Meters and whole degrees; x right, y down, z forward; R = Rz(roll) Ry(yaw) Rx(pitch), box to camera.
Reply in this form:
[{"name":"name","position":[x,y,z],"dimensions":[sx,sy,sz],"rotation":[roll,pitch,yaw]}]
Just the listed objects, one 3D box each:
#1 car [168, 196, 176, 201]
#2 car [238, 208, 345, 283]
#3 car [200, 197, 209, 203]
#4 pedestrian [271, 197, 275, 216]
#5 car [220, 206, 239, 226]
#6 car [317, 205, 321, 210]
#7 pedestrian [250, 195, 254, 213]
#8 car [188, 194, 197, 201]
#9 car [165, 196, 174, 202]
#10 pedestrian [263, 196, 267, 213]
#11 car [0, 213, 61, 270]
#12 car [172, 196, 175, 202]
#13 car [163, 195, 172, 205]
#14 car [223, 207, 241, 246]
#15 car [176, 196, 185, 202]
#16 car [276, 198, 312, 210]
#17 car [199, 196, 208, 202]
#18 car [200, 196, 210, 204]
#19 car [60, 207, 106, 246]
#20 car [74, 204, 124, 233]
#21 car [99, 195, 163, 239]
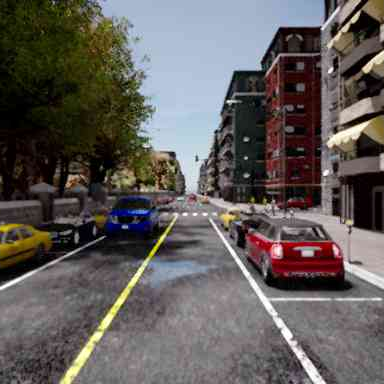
[{"name":"car","position":[-5.508,1.846,92.218],"dimensions":[1.802,1.307,4.206],"rotation":[0,0,0]},{"name":"car","position":[2.709,1.461,9.700],"dimensions":[1.967,1.590,4.097],"rotation":[0,0,0]},{"name":"car","position":[2.839,1.751,75.597],"dimensions":[1.887,1.381,4.507],"rotation":[0,0,0]},{"name":"pedestrian","position":[8.204,1.453,33.736],"dimensions":[0.375,1.860,0.375],"rotation":[0,0,0]},{"name":"car","position":[2.732,1.573,21.131],"dimensions":[1.752,1.417,4.829],"rotation":[0,0,0]},{"name":"car","position":[20.403,2.039,47.932],"dimensions":[4.507,1.381,1.887],"rotation":[1,-1,0]},{"name":"pedestrian","position":[6.205,1.227,34.340],"dimensions":[0.375,1.860,0.375],"rotation":[0,0,0]},{"name":"car","position":[0.181,1.471,89.879],"dimensions":[2.150,2.045,5.566],"rotation":[0,0,0]},{"name":"car","position":[-5.530,1.771,81.149],"dimensions":[1.887,1.381,4.507],"rotation":[0,0,0]},{"name":"pedestrian","position":[7.203,1.296,33.138],"dimensions":[0.375,1.860,0.375],"rotation":[0,0,0]},{"name":"car","position":[-5.671,1.546,9.546],"dimensions":[1.752,1.417,4.829],"rotation":[0,0,0]},{"name":"car","position":[-5.542,1.647,75.613],"dimensions":[1.967,1.590,4.097],"rotation":[0,0,0]},{"name":"car","position":[-5.564,1.486,64.543],"dimensions":[2.192,1.841,5.009],"rotation":[0,0,0]},{"name":"car","position":[2.721,1.599,15.330],"dimensions":[1.947,1.339,4.313],"rotation":[0,0,0]},{"name":"car","position":[-2.830,1.763,84.861],"dimensions":[1.812,1.442,4.674],"rotation":[0,0,0]},{"name":"car","position":[14.712,1.707,47.930],"dimensions":[5.009,1.841,2.192],"rotation":[1,-1,0]},{"name":"car","position":[2.850,1.776,81.133],"dimensions":[2.008,1.369,4.403],"rotation":[0,0,0]},{"name":"car","position":[2.828,1.714,70.232],"dimensions":[1.752,1.417,4.829],"rotation":[0,0,0]},{"name":"car","position":[-5.659,1.585,15.346],"dimensions":[2.008,1.369,4.403],"rotation":[0,0,0]},{"name":"car","position":[-5.649,1.573,20.807],"dimensions":[1.752,1.417,4.829],"rotation":[0,0,0]},{"name":"car","position":[-3.056,1.262,18.045],"dimensions":[2.150,2.045,5.566],"rotation":[0,0,0]}]
